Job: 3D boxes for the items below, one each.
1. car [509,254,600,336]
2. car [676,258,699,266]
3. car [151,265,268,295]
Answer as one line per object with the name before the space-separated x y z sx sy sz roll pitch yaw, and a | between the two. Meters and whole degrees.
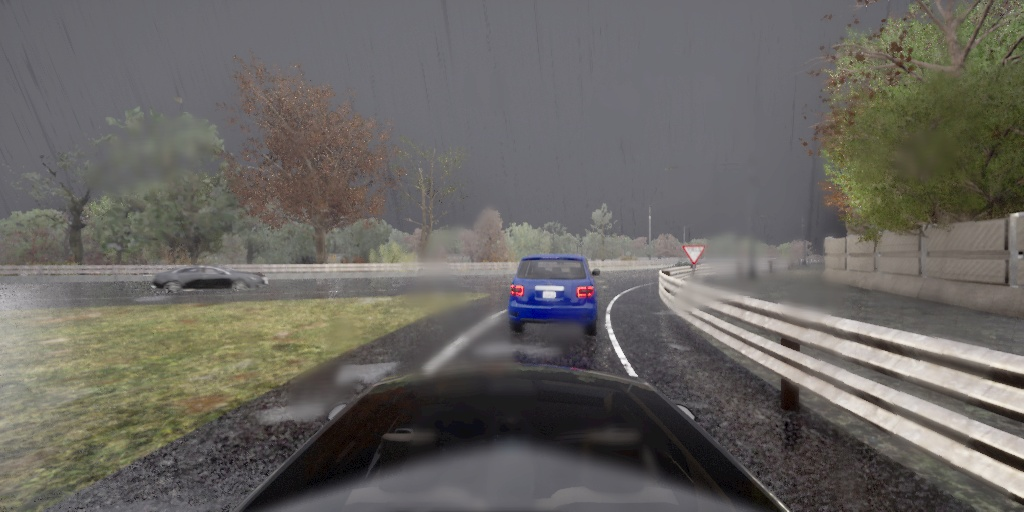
car | 1.400 0.967 10.686 2.150 2.045 5.566 0 0 12
car | 26.375 1.056 53.784 2.097 1.767 4.553 0 0 43
car | -16.300 1.221 19.573 4.902 1.511 2.128 0 0 -19
